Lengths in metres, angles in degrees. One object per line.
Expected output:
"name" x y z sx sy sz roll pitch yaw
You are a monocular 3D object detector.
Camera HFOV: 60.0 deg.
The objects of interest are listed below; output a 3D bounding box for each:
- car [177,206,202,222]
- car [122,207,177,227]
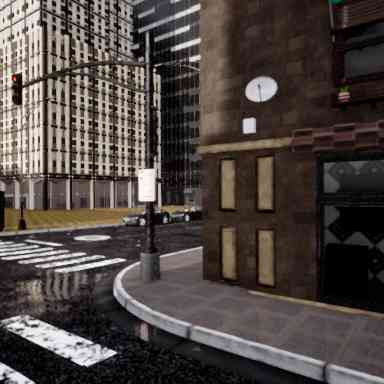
"car" -0.297 1.967 30.465 2.008 1.369 4.403 -2 -2 35
"car" -3.500 1.886 25.909 2.008 1.369 4.403 -2 -2 35
